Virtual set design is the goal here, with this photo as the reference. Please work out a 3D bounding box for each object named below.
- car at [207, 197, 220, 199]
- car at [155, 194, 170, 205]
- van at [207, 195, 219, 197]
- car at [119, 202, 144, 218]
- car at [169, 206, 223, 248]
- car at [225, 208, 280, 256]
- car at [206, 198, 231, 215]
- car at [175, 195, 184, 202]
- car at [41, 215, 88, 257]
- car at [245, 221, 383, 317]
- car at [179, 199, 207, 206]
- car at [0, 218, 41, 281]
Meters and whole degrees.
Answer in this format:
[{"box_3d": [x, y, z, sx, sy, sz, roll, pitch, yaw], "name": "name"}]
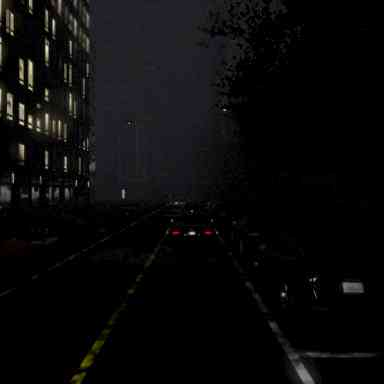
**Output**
[{"box_3d": [2.566, 1.536, 35.102, 1.887, 1.381, 4.507, 0, 0, 0], "name": "car"}, {"box_3d": [-5.314, 1.420, 57.285, 1.967, 1.590, 4.097, 0, 0, 0], "name": "car"}, {"box_3d": [2.567, 1.330, 40.648, 1.690, 1.788, 3.998, 0, 0, 0], "name": "van"}, {"box_3d": [-5.314, 1.537, 29.560, 1.887, 1.381, 4.507, 0, 0, 0], "name": "car"}, {"box_3d": [0.000, 1.560, 14.650, 2.033, 1.411, 5.357, 0, 0, 0], "name": "car"}, {"box_3d": [2.566, 1.541, 12.921, 1.887, 1.381, 4.507, 0, 0, 0], "name": "car"}, {"box_3d": [2.566, 1.543, 29.556, 2.008, 1.369, 4.403, 0, 0, 0], "name": "car"}, {"box_3d": [-2.750, 1.401, 72.912, 2.033, 1.411, 5.357, 0, 0, 0], "name": "car"}, {"box_3d": [-5.315, 1.578, 12.925, 1.802, 1.307, 4.206, 0, 0, 0], "name": "car"}, {"box_3d": [2.566, 1.562, 7.375, 1.947, 1.339, 4.313, 0, 0, 0], "name": "car"}, {"box_3d": [0.000, 1.566, 29.650, 1.994, 1.385, 4.181, 0, 0, 0], "name": "car"}, {"box_3d": [-5.315, 1.522, 7.210, 1.752, 1.417, 4.829, 0, 0, 0], "name": "car"}]
